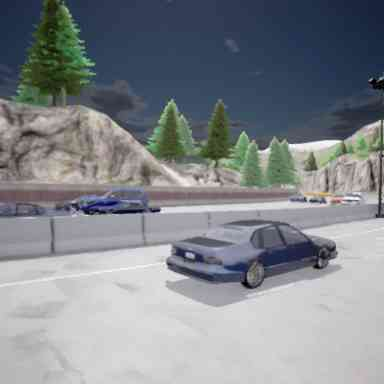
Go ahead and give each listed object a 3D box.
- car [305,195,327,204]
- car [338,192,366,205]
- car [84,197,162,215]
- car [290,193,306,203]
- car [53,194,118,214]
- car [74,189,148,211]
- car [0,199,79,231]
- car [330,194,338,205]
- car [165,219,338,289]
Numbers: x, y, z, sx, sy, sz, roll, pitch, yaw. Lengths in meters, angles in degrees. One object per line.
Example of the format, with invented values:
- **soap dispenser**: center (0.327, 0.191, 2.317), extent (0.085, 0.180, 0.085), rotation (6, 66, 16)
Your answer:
- **car**: center (21.009, 1.278, 55.363), extent (2.033, 1.411, 5.357), rotation (2, 1, 35)
- **car**: center (21.721, 1.097, 44.448), extent (2.150, 2.045, 5.566), rotation (2, 1, 38)
- **car**: center (-4.509, 1.229, 22.646), extent (4.718, 1.301, 1.895), rotation (1, 1, -39)
- **car**: center (18.799, 1.002, 58.384), extent (2.097, 1.767, 4.553), rotation (2, 1, 34)
- **car**: center (-8.914, 0.980, 28.095), extent (4.892, 1.490, 1.837), rotation (1, 1, -39)
- **car**: center (-5.948, 0.782, 25.975), extent (5.566, 2.045, 2.150), rotation (1, 1, -39)
- **car**: center (-8.339, 1.189, 15.338), extent (5.357, 1.411, 2.033), rotation (1, 1, -36)
- **car**: center (23.484, 1.161, 52.849), extent (2.097, 1.767, 4.553), rotation (2, 1, 35)
- **car**: center (1.861, 1.466, 8.937), extent (5.357, 1.411, 2.033), rotation (1, 1, -40)
